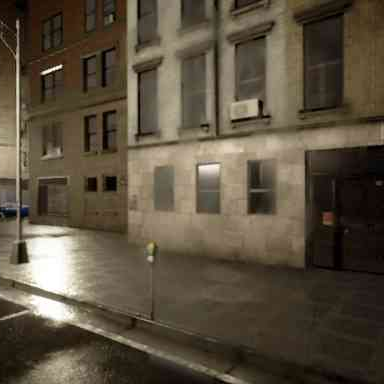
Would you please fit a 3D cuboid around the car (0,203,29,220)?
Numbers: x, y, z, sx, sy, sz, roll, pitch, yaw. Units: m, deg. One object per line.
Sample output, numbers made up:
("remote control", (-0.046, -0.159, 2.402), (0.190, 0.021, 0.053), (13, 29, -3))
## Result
("car", (-15.516, 1.612, 28.479), (1.994, 1.385, 4.181), (0, 0, 36))
